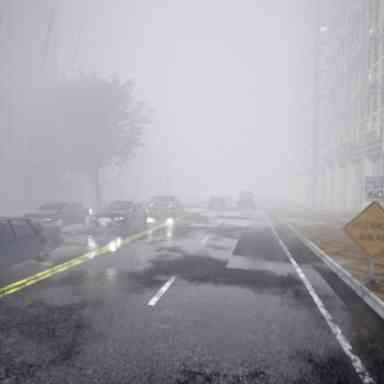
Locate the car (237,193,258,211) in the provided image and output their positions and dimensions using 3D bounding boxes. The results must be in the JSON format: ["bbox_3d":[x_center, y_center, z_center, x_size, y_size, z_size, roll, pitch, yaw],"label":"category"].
[{"bbox_3d":[5.906,1.218,36.266,2.128,1.511,4.902,1,1,10],"label":"car"}]

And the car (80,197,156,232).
[{"bbox_3d":[-3.830,1.242,18.332,2.128,1.511,4.902,1,1,9],"label":"car"}]

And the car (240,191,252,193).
[{"bbox_3d":[7.792,0.862,47.721,2.150,2.045,5.566,1,1,10],"label":"car"}]

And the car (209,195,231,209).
[{"bbox_3d":[3.030,1.149,38.437,2.128,1.511,4.902,1,1,9],"label":"car"}]

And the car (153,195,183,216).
[{"bbox_3d":[-2.150,1.029,28.305,2.097,1.767,4.553,1,1,10],"label":"car"}]

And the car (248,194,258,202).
[{"bbox_3d":[11.278,1.070,61.779,1.812,1.442,4.674,1,1,9],"label":"car"}]

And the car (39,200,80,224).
[{"bbox_3d":[-7.169,1.205,18.074,1.837,1.490,4.892,1,1,10],"label":"car"}]

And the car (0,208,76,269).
[{"bbox_3d":[-5.441,1.370,8.721,2.033,1.411,5.357,1,1,9],"label":"car"}]

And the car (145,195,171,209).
[{"bbox_3d":[-3.772,1.078,37.999,1.812,1.442,4.674,1,1,9],"label":"car"}]

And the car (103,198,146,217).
[{"bbox_3d":[-5.527,1.228,27.865,1.895,1.301,4.718,1,1,10],"label":"car"}]

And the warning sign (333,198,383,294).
[{"bbox_3d":[3.912,1.105,7.218,1.300,1.860,1.060,2,2,9],"label":"warning sign"}]
